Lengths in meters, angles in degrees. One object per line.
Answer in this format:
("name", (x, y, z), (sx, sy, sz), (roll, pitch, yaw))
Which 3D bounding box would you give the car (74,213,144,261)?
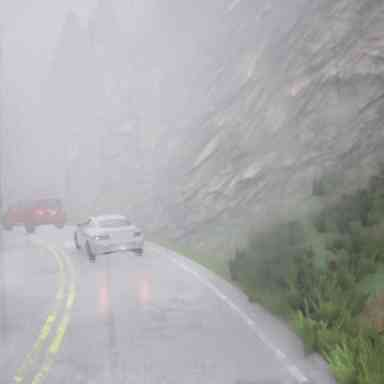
("car", (-3.202, 1.534, 12.457), (1.812, 1.442, 4.674), (-3, 1, -27))

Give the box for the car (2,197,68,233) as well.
("car", (-10.211, 1.425, 21.461), (5.566, 2.045, 2.150), (-2, 2, 41))
